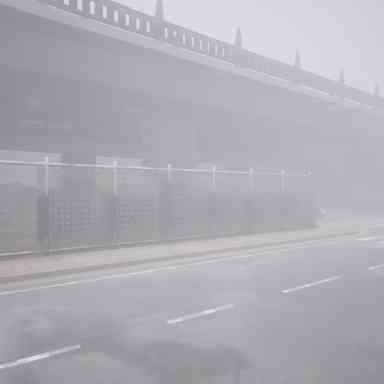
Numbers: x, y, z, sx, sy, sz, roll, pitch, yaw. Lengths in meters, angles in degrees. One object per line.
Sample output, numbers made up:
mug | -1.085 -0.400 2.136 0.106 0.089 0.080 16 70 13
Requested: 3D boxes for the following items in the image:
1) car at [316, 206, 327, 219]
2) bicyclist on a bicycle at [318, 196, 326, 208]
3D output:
car | 9.102 1.491 28.521 2.128 1.511 4.902 0 0 -36
bicyclist on a bicycle | 16.684 1.301 42.717 1.656 1.620 0.582 0 0 -36
